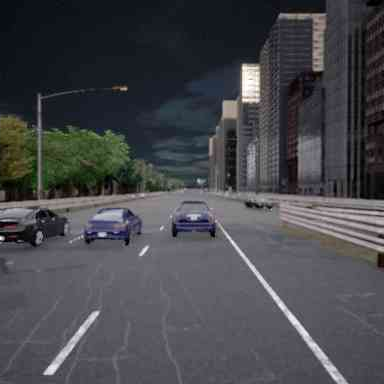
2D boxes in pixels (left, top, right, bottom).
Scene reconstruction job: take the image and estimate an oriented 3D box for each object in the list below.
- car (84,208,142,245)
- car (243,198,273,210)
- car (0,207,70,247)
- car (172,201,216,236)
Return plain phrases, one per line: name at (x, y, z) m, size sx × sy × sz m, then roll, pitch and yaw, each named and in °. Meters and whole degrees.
car at (-3.413, 1.429, 14.944) m, size 1.812 × 1.442 × 4.674 m, roll 0°, pitch 0°, yaw 0°
car at (7.487, 1.380, 38.275) m, size 1.895 × 1.301 × 4.718 m, roll 0°, pitch 0°, yaw -11°
car at (-6.918, 1.411, 14.441) m, size 1.837 × 1.490 × 4.892 m, roll 0°, pitch 0°, yaw 0°
car at (0.086, 1.238, 17.587) m, size 2.097 × 1.767 × 4.553 m, roll 0°, pitch 0°, yaw 0°
